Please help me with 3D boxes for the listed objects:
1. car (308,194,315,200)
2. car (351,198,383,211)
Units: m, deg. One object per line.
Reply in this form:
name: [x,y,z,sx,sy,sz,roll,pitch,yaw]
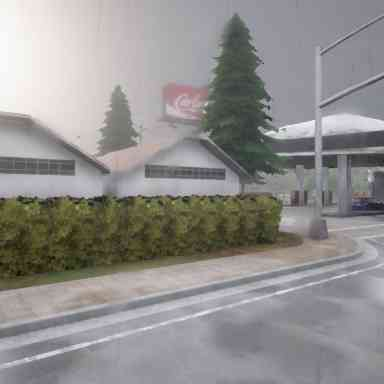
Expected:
car: [31.789,1.330,88.849,2.152,1.636,5.027,0,0,-36]
car: [20.782,1.480,39.342,4.611,1.667,2.242,0,0,-36]
